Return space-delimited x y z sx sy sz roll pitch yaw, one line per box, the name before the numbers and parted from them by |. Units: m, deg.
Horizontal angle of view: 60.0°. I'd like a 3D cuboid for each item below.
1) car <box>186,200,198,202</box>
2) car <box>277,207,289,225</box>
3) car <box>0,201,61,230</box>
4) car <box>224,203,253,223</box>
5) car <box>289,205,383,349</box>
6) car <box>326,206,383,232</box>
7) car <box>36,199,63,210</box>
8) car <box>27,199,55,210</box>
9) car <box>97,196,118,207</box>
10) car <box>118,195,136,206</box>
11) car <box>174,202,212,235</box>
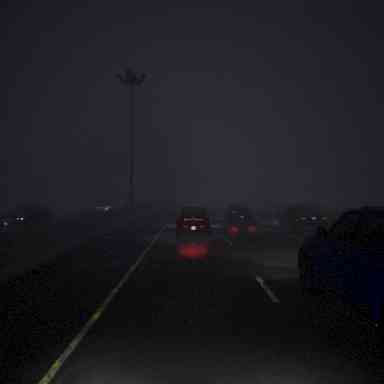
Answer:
car | 0.035 1.612 38.206 1.812 1.442 4.674 0 0 0
car | 7.065 1.588 21.811 2.033 1.411 5.357 0 0 0
car | -10.634 1.556 21.468 2.128 1.511 4.902 0 0 0
car | 3.570 1.580 25.909 1.812 1.442 4.674 0 0 0
car | 3.586 1.230 5.605 2.150 2.045 5.566 0 0 0
car | 10.565 1.636 21.572 1.895 1.301 4.718 0 0 0
car | -17.650 1.682 41.402 1.994 1.385 4.181 0 0 0
car | -21.146 1.698 46.702 1.994 1.385 4.181 0 0 0
car | -14.128 1.669 54.719 1.812 1.442 4.674 0 0 1
car | -10.629 1.643 56.153 1.837 1.490 4.892 0 1 0
car | 0.069 1.548 18.931 1.837 1.490 4.892 0 0 0
